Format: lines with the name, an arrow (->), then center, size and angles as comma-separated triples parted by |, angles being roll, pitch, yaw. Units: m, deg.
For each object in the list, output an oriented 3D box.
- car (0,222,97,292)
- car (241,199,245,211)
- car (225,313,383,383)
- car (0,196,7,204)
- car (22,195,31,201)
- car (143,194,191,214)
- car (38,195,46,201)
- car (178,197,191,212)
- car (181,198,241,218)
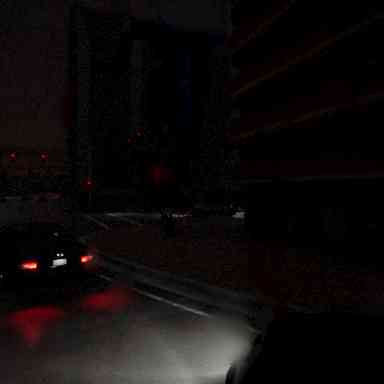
car -> -4.390, 1.547, 9.074 | 2.033, 1.411, 5.357 | 0, 0, -39
car -> 6.614, 1.560, 40.320 | 4.892, 1.490, 1.837 | 0, 0, -22
car -> 2.827, 1.547, 2.052 | 5.357, 1.411, 2.033 | 0, 0, 35
car -> -37.191, 1.540, 64.705 | 2.033, 1.411, 5.357 | 0, 0, -23
car -> -40.150, 1.525, 80.691 | 2.128, 1.511, 4.902 | 0, 0, -23
car -> -2.541, 1.277, 36.529 | 5.566, 2.045, 2.150 | 0, 0, -22
car -> -37.061, 1.540, 82.373 | 2.033, 1.411, 5.357 | 0, 0, -23
car -> 1.448, 1.560, 34.393 | 4.892, 1.490, 1.837 | 0, 0, -22
car -> 1.760, 1.581, 30.513 | 4.674, 1.442, 1.812 | 0, 0, -22
